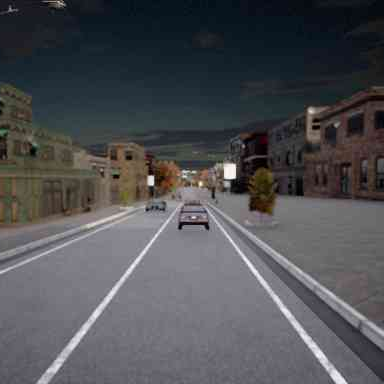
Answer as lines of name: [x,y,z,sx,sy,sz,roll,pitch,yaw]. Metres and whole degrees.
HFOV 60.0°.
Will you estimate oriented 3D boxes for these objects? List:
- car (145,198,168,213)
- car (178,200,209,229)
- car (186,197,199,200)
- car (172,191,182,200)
car: [-3.578,1.357,33.971,1.994,1.385,4.181,0,0,0]
car: [0.094,1.431,20.820,2.033,1.411,5.357,0,0,0]
car: [0.049,1.341,42.844,1.895,1.301,4.718,0,0,0]
car: [-3.451,0.708,76.413,2.150,2.045,5.566,0,0,0]
